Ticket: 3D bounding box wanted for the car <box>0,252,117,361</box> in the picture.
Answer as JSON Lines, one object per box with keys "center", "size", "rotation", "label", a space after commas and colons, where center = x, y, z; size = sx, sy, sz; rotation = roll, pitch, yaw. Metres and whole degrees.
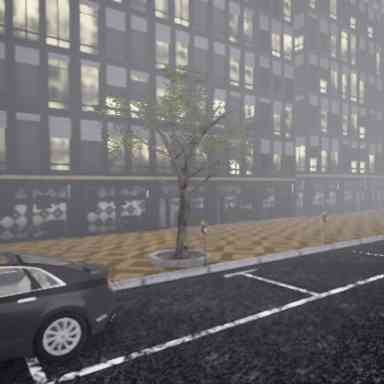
{"center": [-3.186, 1.552, 4.296], "size": [4.403, 1.369, 2.008], "rotation": [-1, 0, -36], "label": "car"}
